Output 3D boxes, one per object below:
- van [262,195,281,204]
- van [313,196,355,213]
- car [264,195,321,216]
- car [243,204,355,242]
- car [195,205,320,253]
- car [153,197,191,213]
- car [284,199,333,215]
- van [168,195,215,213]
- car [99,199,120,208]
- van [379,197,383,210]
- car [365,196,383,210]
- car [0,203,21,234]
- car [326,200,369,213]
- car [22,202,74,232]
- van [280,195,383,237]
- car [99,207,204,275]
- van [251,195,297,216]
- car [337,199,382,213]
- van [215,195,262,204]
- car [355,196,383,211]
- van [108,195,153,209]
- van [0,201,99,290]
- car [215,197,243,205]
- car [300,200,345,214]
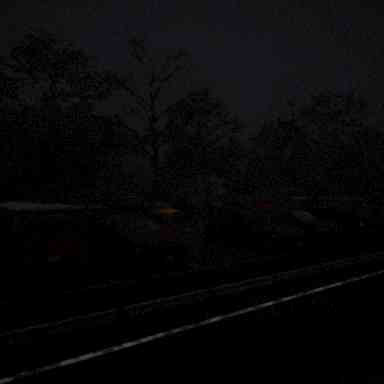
[{"bbox_3d":[6.238,1.290,32.911,1.878,1.987,4.442,1,-1,-35],"label":"van"},{"bbox_3d":[17.412,1.492,40.881,1.878,1.987,4.442,1,-1,-35],"label":"van"},{"bbox_3d":[10.731,1.344,35.938,2.435,2.045,5.566,1,-1,-35],"label":"car"},{"bbox_3d":[4.755,1.510,15.648,2.002,1.452,4.674,0,0,-35],"label":"car"},{"bbox_3d":[2.512,1.503,14.008,2.163,1.488,4.792,0,0,-36],"label":"car"},{"bbox_3d":[-2.593,1.466,26.243,1.946,1.575,5.366,0,0,-36],"label":"car"},{"bbox_3d":[13.071,1.638,37.635,2.097,1.535,5.008,1,-1,-35],"label":"car"},{"bbox_3d":[-0.379,1.239,27.905,1.878,1.987,4.442,0,0,-35],"label":"van"},{"bbox_3d":[-7.208,1.477,23.170,2.231,1.521,4.892,0,0,-36],"label":"car"},{"bbox_3d":[31.180,1.739,50.414,1.878,1.987,4.442,1,-1,-35],"label":"van"},{"bbox_3d":[28.874,1.672,48.878,2.435,2.045,5.566,1,-1,-36],"label":"car"},{"bbox_3d":[-11.822,1.484,19.881,2.097,1.535,5.008,0,0,-35],"label":"car"},{"bbox_3d":[19.730,1.799,42.394,2.002,1.452,4.674,1,-1,-35],"label":"car"},{"bbox_3d":[-9.464,1.480,21.562,2.097,1.535,5.008,0,0,-36],"label":"car"},{"bbox_3d":[7.084,1.240,17.162,1.878,1.987,4.442,0,0,-35],"label":"van"},{"bbox_3d":[-2.027,1.481,10.814,2.097,1.535,5.008,0,0,-35],"label":"car"},{"bbox_3d":[8.391,1.329,34.447,1.878,1.987,4.442,1,-1,-35],"label":"van"},{"bbox_3d":[22.092,1.801,44.069,2.097,1.535,5.008,1,-1,-35],"label":"car"},{"bbox_3d":[4.010,1.247,31.036,1.878,1.987,4.442,0,0,-35],"label":"van"},{"bbox_3d":[26.619,1.632,47.270,2.435,2.045,5.566,1,-1,-36],"label":"car"},{"bbox_3d":[-5.025,1.247,24.879,1.878,1.987,4.442,0,0,-36],"label":"van"},{"bbox_3d":[-4.353,1.259,9.292,1.878,1.987,4.442,0,0,-36],"label":"van"},{"bbox_3d":[1.806,1.461,29.613,2.097,1.535,5.008,0,0,-35],"label":"car"},{"bbox_3d":[15.325,1.719,39.246,2.002,1.452,4.674,1,-1,-36],"label":"car"}]
